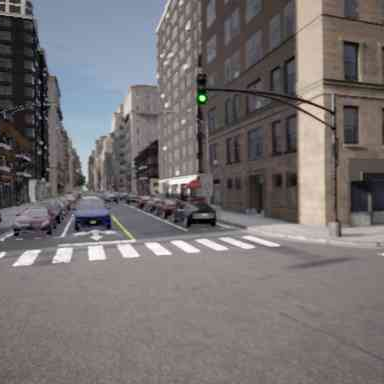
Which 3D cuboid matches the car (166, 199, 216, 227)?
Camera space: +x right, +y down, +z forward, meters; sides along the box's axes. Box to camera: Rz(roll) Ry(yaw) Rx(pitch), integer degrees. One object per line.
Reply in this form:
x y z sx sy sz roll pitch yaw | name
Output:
0.054 1.264 19.934 1.947 1.339 4.313 0 1 -18 | car

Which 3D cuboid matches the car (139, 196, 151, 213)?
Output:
-3.296 1.137 30.475 2.008 1.369 4.403 0 1 -18 | car

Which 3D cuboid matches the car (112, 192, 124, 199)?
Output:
-15.017 0.755 67.371 1.947 1.339 4.313 0 1 -18 | car

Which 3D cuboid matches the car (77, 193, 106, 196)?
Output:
-8.755 1.163 28.700 1.882 1.535 5.008 -1 1 -17 | car

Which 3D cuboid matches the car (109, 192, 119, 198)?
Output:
-18.367 0.641 77.913 1.947 1.339 4.313 0 1 -18 | car

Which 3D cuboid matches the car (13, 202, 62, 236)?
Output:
-8.070 1.427 17.351 1.802 1.307 4.206 0 1 -18 | car

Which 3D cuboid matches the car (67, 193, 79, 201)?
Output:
-23.137 0.902 64.776 1.947 1.339 4.313 0 1 -18 | car

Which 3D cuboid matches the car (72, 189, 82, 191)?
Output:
-24.812 0.594 70.042 2.192 1.841 5.009 0 1 -18 | car

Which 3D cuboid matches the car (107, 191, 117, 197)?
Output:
-20.042 0.458 83.182 1.967 1.590 4.097 0 1 -18 | car

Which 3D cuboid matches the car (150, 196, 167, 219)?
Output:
-1.621 1.187 25.204 1.887 1.381 4.507 0 1 -18 | car

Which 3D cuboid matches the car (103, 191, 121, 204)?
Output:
-11.901 0.954 48.724 1.812 1.442 4.674 -1 1 -18 | car

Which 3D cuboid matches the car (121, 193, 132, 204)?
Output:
-8.319 0.983 46.288 1.947 1.339 4.313 0 1 -18 | car

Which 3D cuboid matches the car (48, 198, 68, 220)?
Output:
-9.744 1.355 22.620 1.947 1.339 4.313 0 1 -18 | car

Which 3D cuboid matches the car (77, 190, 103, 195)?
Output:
-11.762 0.934 38.372 2.097 1.767 4.553 -1 1 -18 | car

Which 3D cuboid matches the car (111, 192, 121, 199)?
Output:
-16.692 0.714 72.642 1.802 1.307 4.206 0 1 -18 | car

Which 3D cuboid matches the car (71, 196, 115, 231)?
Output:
-5.854 1.261 19.485 1.882 1.535 5.008 -1 1 -18 | car

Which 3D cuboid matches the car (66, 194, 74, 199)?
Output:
-13.092 1.222 33.159 1.887 1.381 4.507 0 1 -18 | car

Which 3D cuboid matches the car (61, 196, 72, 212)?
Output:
-11.418 1.284 27.889 2.008 1.369 4.403 0 1 -18 | car

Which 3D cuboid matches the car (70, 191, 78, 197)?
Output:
-18.063 1.035 48.805 1.752 1.417 4.829 0 1 -18 | car

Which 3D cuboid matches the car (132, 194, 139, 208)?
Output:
-4.970 1.075 35.746 1.887 1.381 4.507 0 1 -18 | car

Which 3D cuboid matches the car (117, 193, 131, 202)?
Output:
-11.668 0.855 56.829 2.008 1.369 4.403 0 1 -18 | car

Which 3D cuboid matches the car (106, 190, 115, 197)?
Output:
-21.716 0.402 88.452 1.967 1.590 4.097 0 1 -18 | car
